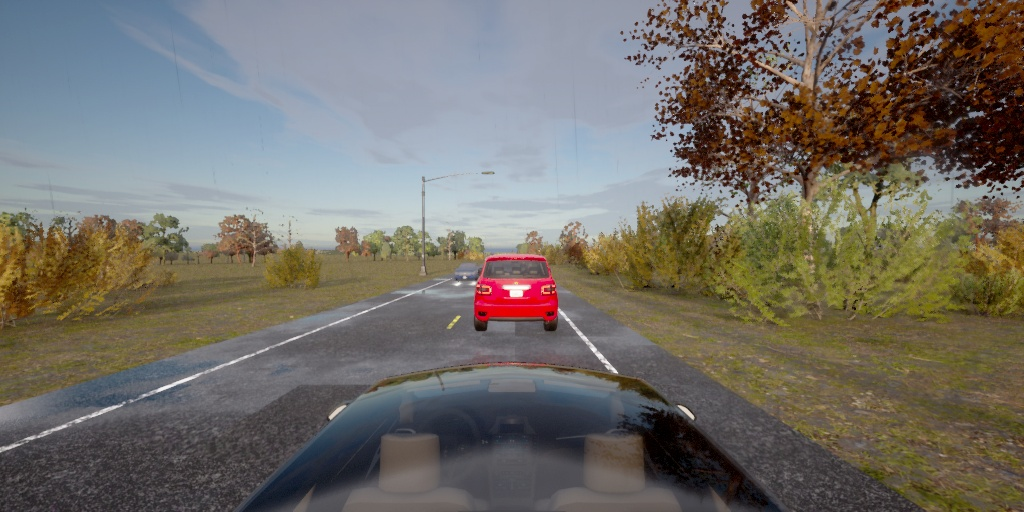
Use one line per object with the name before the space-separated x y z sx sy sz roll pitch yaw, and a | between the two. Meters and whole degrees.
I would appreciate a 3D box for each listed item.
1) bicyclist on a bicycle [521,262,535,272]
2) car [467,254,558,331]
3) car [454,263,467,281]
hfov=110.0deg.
bicyclist on a bicycle | 0.945 1.114 18.772 0.659 1.776 1.843 0 0 0
car | 0.093 0.968 11.066 2.150 2.045 5.566 0 0 0
car | -3.660 1.287 30.314 2.033 1.411 5.357 0 0 -1
